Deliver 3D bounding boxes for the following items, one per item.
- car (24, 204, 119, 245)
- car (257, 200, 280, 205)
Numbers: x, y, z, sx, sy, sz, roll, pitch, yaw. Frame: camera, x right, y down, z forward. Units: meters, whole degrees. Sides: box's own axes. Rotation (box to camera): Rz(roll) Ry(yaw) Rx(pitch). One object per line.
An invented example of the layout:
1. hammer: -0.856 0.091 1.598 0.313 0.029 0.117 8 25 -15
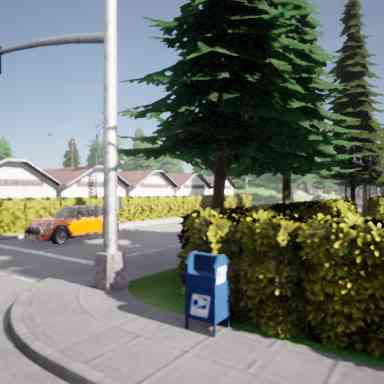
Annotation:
1. car: -5.961 1.508 16.863 2.097 1.767 4.553 0 -1 36
2. car: 8.623 1.589 37.197 2.033 1.411 5.357 0 0 36
